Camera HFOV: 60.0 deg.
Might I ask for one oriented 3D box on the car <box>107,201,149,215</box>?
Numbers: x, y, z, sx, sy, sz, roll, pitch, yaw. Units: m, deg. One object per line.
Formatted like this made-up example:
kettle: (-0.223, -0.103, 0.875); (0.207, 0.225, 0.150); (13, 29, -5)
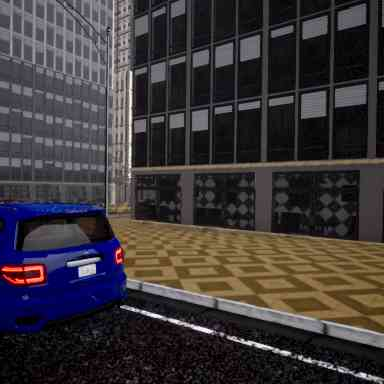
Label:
car: (-7.351, 1.830, 38.740); (1.752, 1.417, 4.829); (1, 0, 36)

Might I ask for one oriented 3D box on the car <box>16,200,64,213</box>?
car: (-17.646, 1.643, 38.903); (1.752, 1.417, 4.829); (1, 0, 36)

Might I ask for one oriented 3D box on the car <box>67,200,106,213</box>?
car: (-12.935, 1.762, 40.924); (1.994, 1.385, 4.181); (1, 0, 36)

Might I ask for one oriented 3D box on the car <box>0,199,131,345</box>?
car: (-3.701, 1.218, 6.322); (5.566, 2.045, 2.150); (0, 0, 35)

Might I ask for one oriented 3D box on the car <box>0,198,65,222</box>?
car: (-14.148, 1.520, 29.528); (2.192, 1.841, 5.009); (1, 0, 36)

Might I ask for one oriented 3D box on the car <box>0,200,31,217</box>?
car: (-18.847, 1.616, 32.904); (1.837, 1.490, 4.892); (1, 0, 36)
